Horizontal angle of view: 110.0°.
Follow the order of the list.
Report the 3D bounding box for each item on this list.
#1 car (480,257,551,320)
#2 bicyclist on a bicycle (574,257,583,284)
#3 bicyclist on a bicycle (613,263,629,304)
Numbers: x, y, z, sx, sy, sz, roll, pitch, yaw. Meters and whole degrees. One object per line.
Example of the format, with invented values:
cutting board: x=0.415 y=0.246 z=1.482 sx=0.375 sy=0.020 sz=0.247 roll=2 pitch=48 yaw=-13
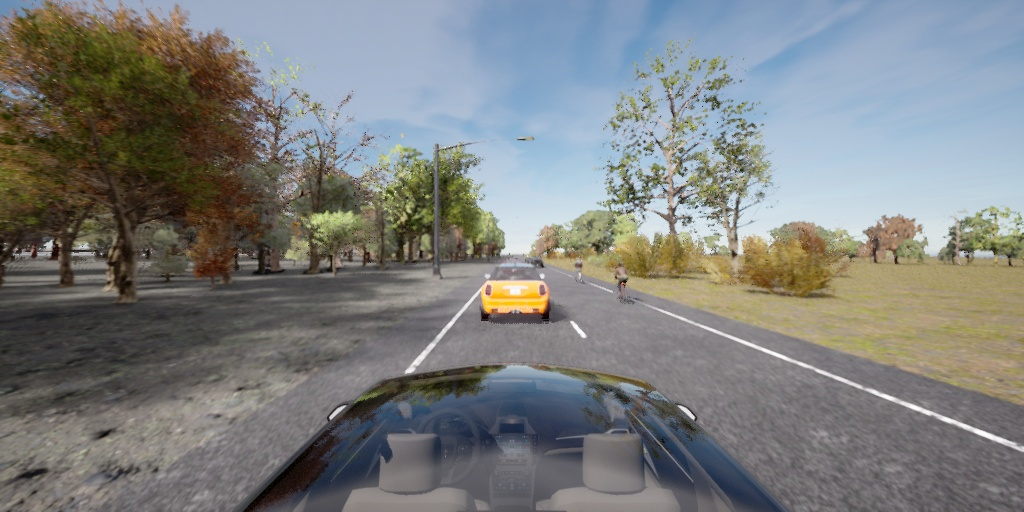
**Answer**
car: x=0.098 y=1.028 z=12.432 sx=2.097 sy=1.767 sz=4.553 roll=0 pitch=0 yaw=0
bicyclist on a bicycle: x=4.463 y=0.966 z=24.244 sx=0.659 sy=1.776 sz=1.843 roll=0 pitch=1 yaw=0
bicyclist on a bicycle: x=4.465 y=1.114 z=14.643 sx=0.582 sy=1.620 sz=1.656 roll=0 pitch=0 yaw=0
